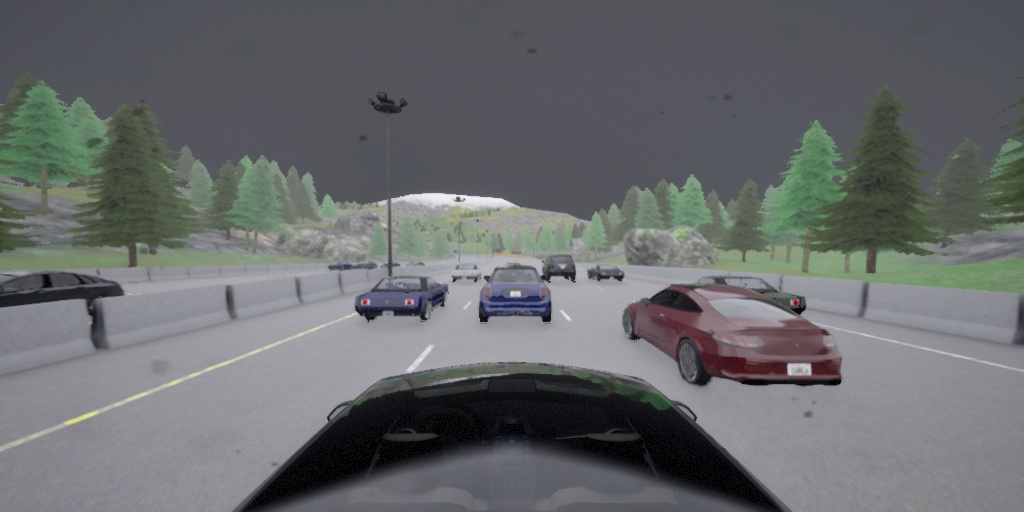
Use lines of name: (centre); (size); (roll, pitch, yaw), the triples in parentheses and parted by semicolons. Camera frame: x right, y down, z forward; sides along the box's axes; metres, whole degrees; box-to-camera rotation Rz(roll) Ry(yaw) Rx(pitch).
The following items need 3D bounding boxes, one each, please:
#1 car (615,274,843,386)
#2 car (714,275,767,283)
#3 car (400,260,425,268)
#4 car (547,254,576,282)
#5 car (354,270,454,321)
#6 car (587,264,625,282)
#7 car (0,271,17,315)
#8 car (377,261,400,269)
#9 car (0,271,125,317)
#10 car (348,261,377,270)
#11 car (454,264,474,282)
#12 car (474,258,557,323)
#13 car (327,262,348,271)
car: (3.597, 1.243, 6.788); (1.812, 1.442, 4.674); (0, 0, 0)
car: (7.098, 1.294, 12.045); (1.895, 1.301, 4.718); (0, 0, 0)
car: (-14.072, 1.361, 52.155); (2.128, 1.511, 4.902); (0, -1, 0)
car: (3.596, 0.909, 28.096); (2.150, 2.045, 5.566); (0, 0, 0)
car: (-3.402, 1.293, 12.082); (1.895, 1.301, 4.718); (0, 0, 0)
car: (7.096, 1.288, 27.708); (1.895, 1.301, 4.718); (0, 0, 0)
car: (-17.601, 1.226, 9.742); (1.812, 1.442, 4.674); (0, 0, 0)
car: (-17.568, 1.436, 52.315); (1.994, 1.385, 4.181); (0, -1, 0)
car: (-14.100, 1.204, 10.103); (1.837, 1.490, 4.892); (0, 0, 0)
car: (-21.065, 1.413, 51.762); (2.033, 1.411, 5.357); (0, -1, 1)
car: (-3.404, 1.287, 27.720); (1.895, 1.301, 4.718); (0, 0, 0)
car: (0.097, 1.046, 11.982); (2.097, 1.767, 4.553); (0, 0, 0)
car: (-24.563, 1.465, 51.637); (1.895, 1.301, 4.718); (0, -1, 1)
